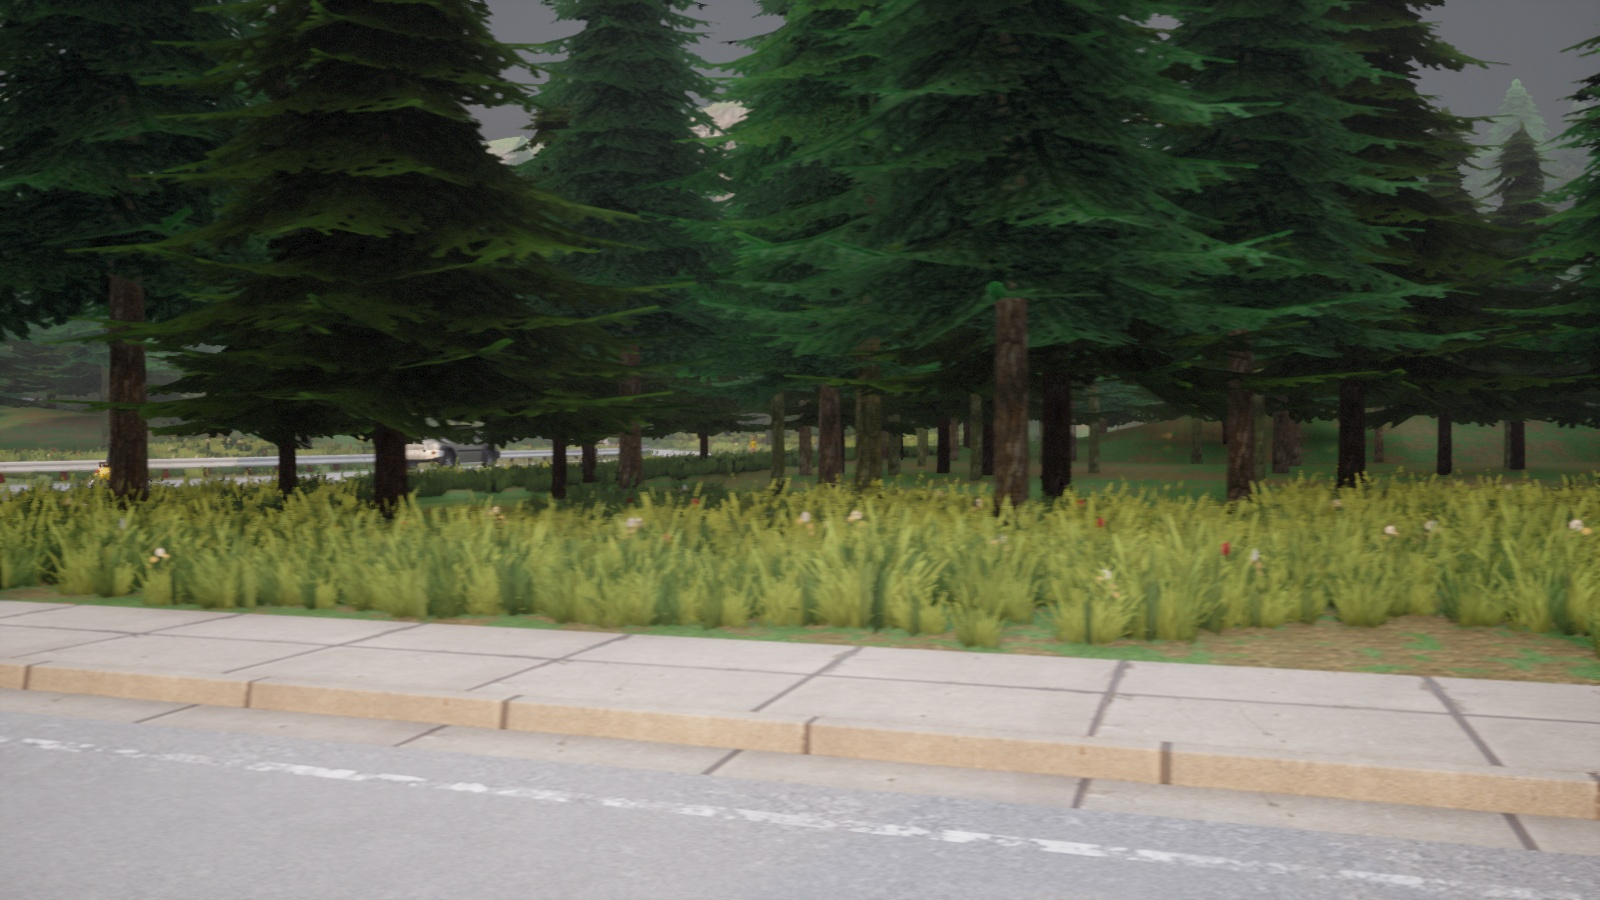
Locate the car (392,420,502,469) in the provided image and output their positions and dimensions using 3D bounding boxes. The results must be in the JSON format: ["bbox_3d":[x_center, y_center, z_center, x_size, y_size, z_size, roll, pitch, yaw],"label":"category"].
[{"bbox_3d":[-13.942,-0.234,49.860,1.932,1.855,4.605,1,1,19],"label":"car"}]

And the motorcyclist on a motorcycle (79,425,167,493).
[{"bbox_3d":[-16.523,0.199,30.698,0.866,1.590,1.817,1,1,18],"label":"motorcyclist on a motorcycle"}]
